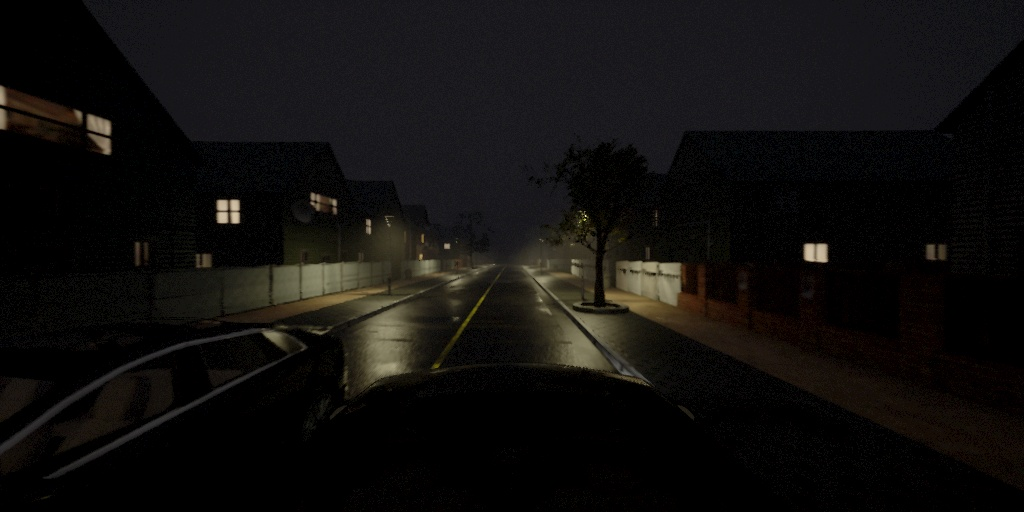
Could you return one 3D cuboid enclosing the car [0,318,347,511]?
[{"bbox_3d":[-2.751,1.244,2.066,2.128,1.511,4.902,0,0,0],"label":"car"}]
